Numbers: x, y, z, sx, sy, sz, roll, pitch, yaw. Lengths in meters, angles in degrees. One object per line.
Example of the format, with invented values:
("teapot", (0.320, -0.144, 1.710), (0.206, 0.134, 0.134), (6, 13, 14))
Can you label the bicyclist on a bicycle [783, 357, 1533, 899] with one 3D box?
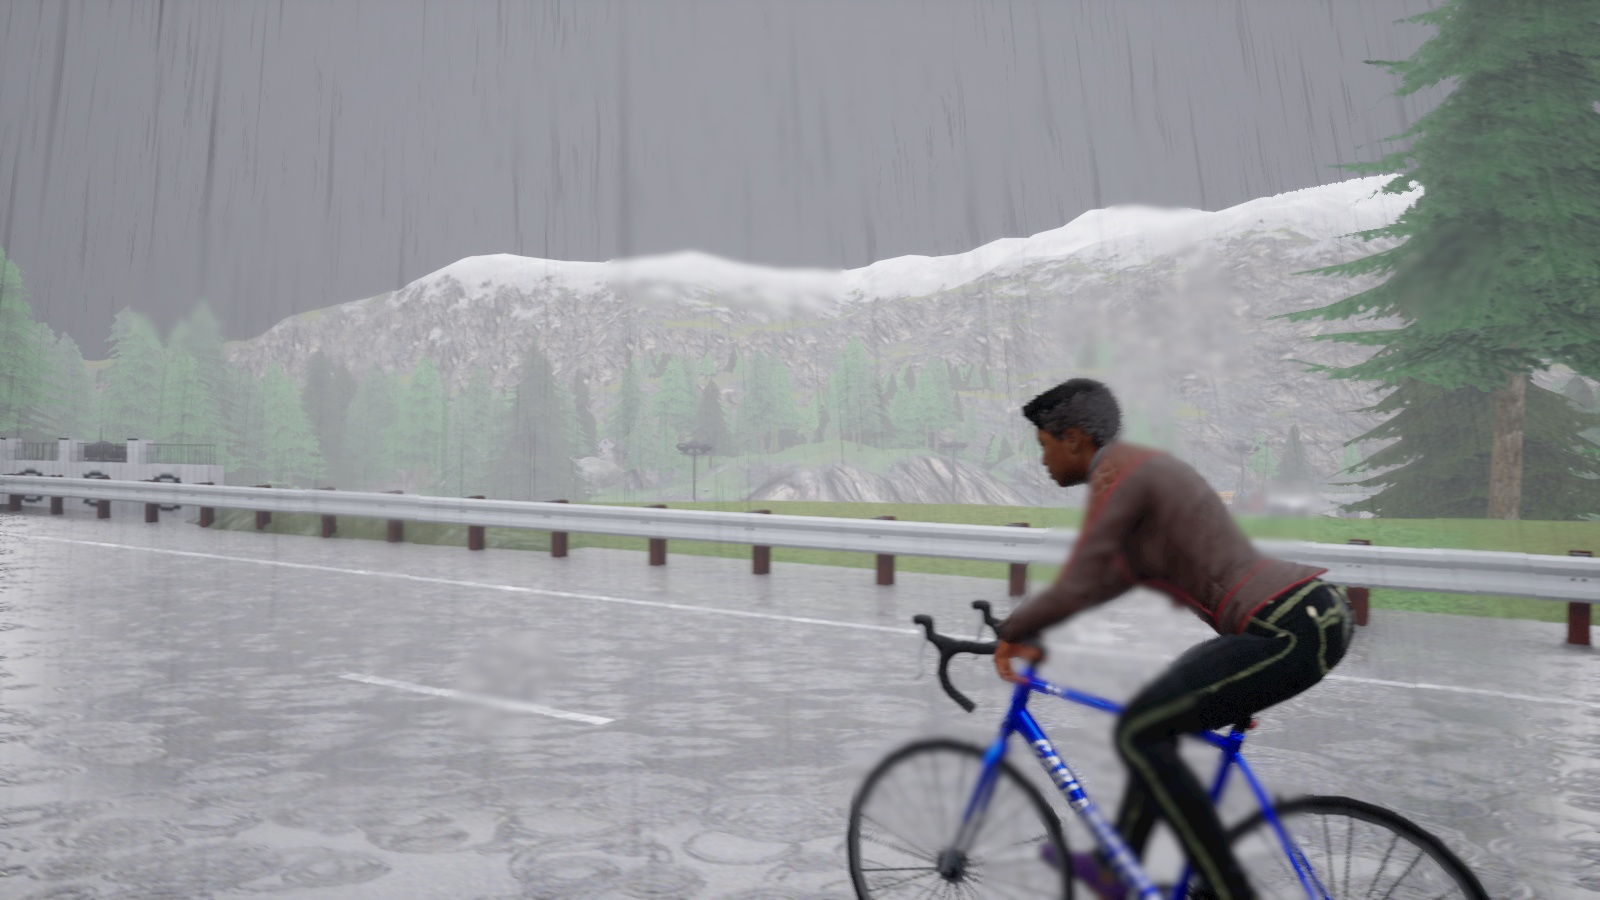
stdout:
("bicyclist on a bicycle", (0.818, 0.635, 3.079), (1.656, 1.620, 0.582), (0, 1, 34))
